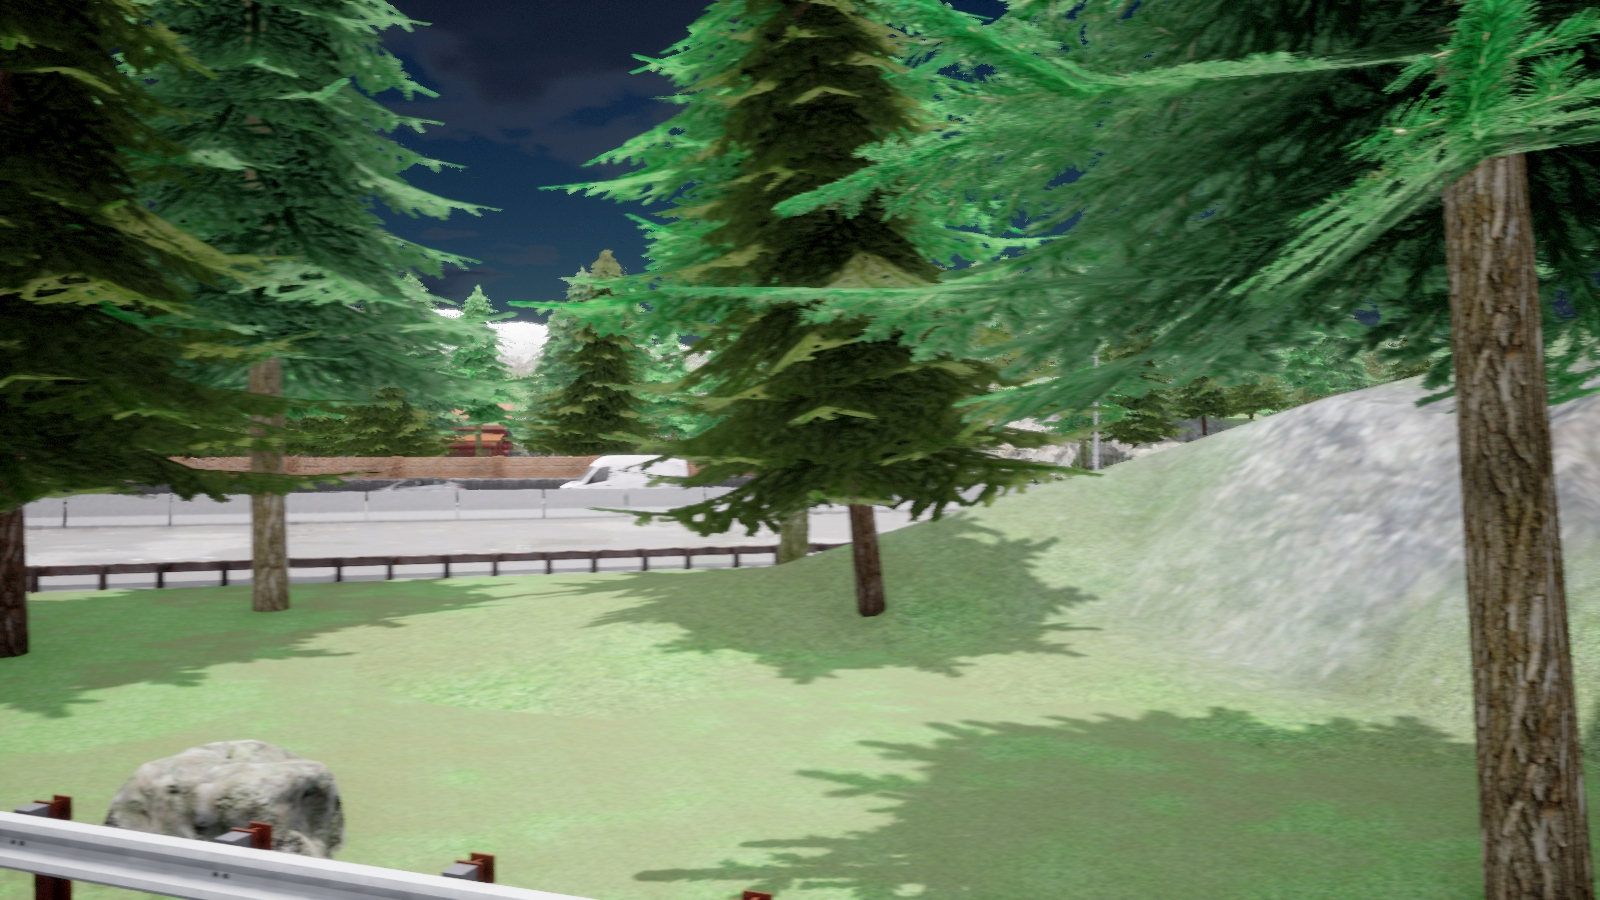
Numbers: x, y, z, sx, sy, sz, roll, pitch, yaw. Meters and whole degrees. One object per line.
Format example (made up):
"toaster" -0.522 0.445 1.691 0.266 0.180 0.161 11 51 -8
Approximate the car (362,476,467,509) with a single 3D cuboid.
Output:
"car" -18.942 2.056 56.223 4.792 1.488 2.163 0 0 -19

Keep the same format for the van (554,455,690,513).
"van" -8.162 1.528 52.496 5.915 2.561 1.988 0 0 -19
